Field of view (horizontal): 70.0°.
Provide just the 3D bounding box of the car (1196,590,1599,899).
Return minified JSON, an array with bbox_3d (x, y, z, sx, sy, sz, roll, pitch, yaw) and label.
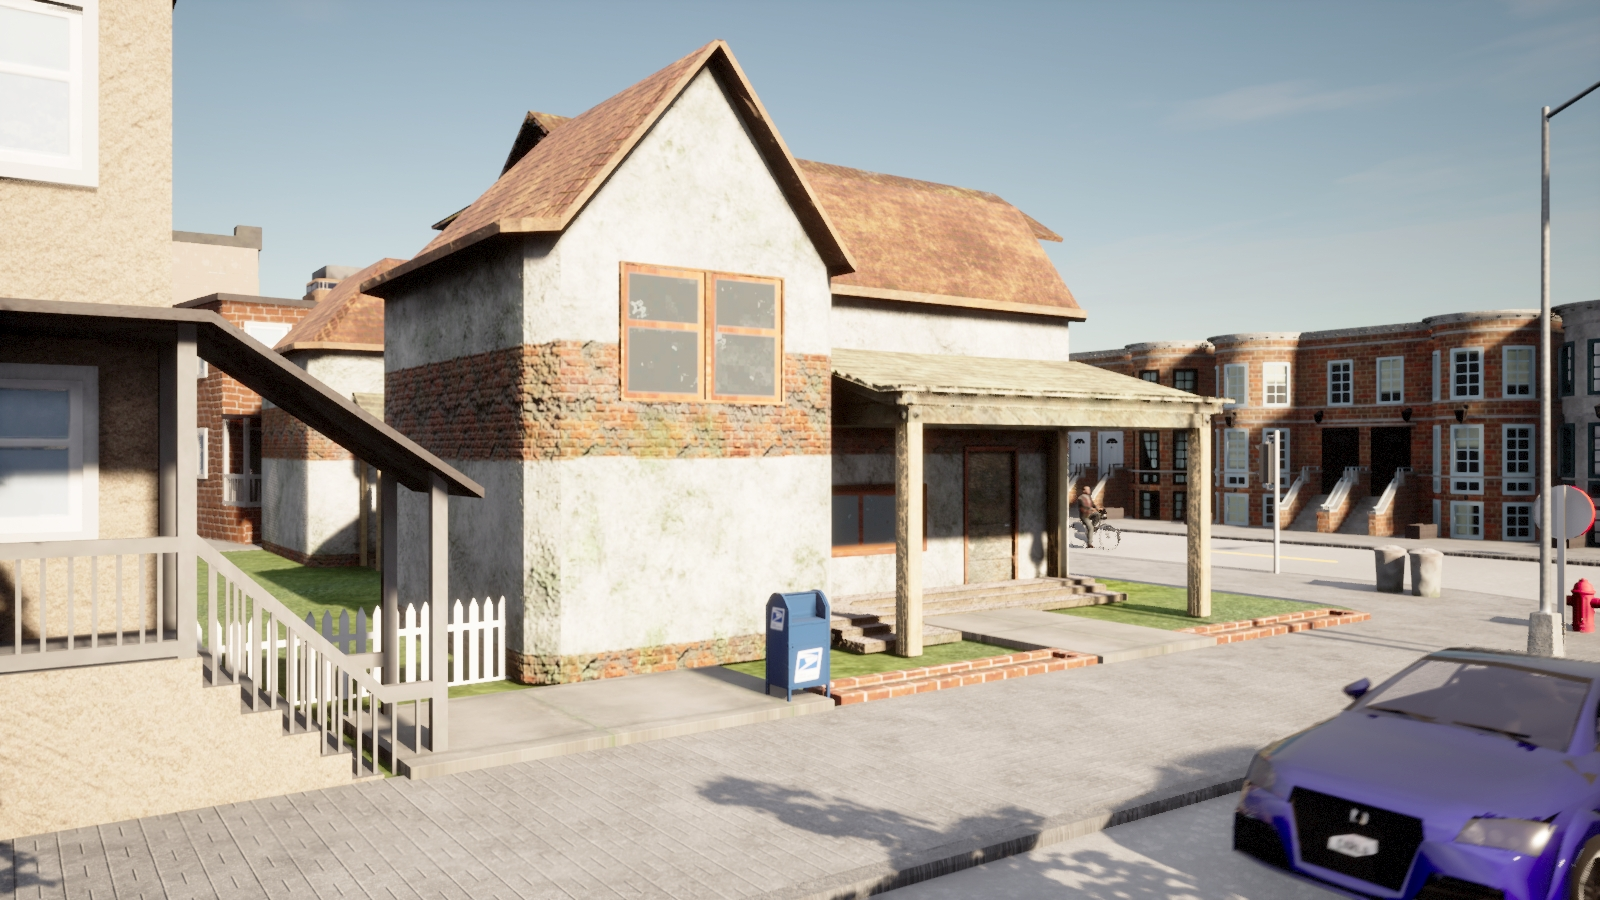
[{"bbox_3d":[4.851,1.895,7.793,4.181,1.385,1.994,0,0,-35],"label":"car"}]
